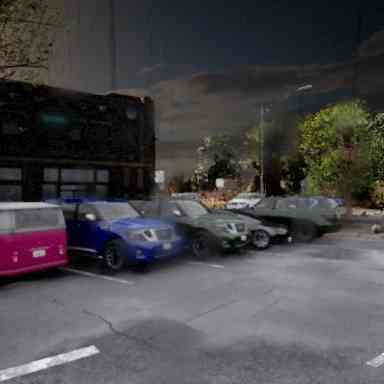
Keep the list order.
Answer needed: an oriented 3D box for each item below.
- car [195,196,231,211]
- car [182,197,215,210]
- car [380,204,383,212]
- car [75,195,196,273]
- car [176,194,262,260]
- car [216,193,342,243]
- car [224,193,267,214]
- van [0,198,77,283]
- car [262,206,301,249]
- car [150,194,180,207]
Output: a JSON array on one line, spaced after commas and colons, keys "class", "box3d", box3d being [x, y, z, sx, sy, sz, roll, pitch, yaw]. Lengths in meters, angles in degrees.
[{"class": "car", "box3d": [2.750, 1.411, 41.784, 1.946, 1.575, 5.366, -1, 0, 36]}, {"class": "car", "box3d": [0.952, 1.457, 44.119, 2.002, 1.452, 4.674, -1, 0, 36]}, {"class": "car", "box3d": [20.386, 1.401, 31.470, 2.128, 1.511, 4.902, 0, 0, -26]}, {"class": "car", "box3d": [-2.959, 1.224, 10.947, 5.566, 2.045, 2.435, -1, -1, 35]}, {"class": "car", "box3d": [-0.549, 1.216, 12.665, 5.566, 2.045, 2.435, -1, -1, 35]}, {"class": "car", "box3d": [4.215, 1.201, 16.119, 5.566, 2.045, 2.435, -1, 0, 35]}, {"class": "car", "box3d": [6.004, 1.165, 36.629, 2.435, 2.045, 5.566, 0, 1, 36]}, {"class": "van", "box3d": [-5.491, 1.260, 9.302, 4.442, 1.987, 1.878, -1, 0, 35]}, {"class": "car", "box3d": [1.864, 1.489, 14.392, 4.792, 1.488, 2.163, -1, -1, 34]}, {"class": "car", "box3d": [-4.110, 1.294, 51.568, 2.185, 1.767, 4.553, -1, 0, 36]}]
